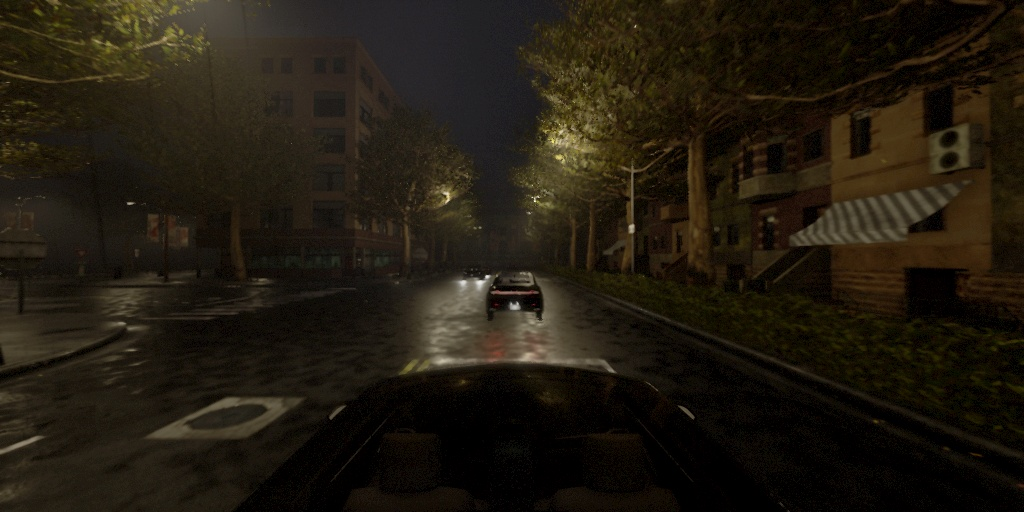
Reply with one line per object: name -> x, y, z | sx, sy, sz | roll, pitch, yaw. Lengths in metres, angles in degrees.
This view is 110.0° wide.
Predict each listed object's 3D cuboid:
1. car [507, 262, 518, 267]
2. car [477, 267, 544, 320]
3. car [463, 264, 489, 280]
car -> 0.072, 1.812, 62.605 | 2.033, 1.411, 5.357 | 0, 0, 0
car -> 0.092, 1.338, 13.120 | 2.128, 1.511, 4.902 | 0, 0, 0
car -> -3.629, 1.538, 35.173 | 1.837, 1.490, 4.892 | 0, 0, 1
